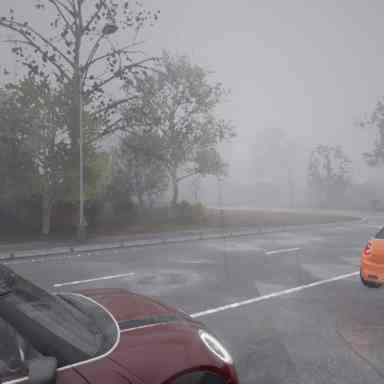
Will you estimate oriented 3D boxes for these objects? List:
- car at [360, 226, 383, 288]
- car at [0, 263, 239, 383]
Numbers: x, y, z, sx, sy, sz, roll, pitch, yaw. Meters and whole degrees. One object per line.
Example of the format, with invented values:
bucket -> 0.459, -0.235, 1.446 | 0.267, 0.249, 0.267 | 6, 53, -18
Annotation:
car -> 6.089, 1.352, 7.997 | 4.553, 1.767, 2.097 | 0, 0, -35
car -> -1.777, 1.352, 2.444 | 4.553, 1.767, 2.097 | 0, 0, -36
